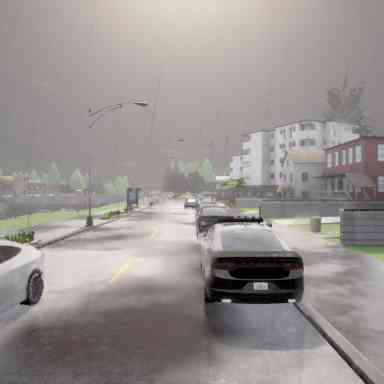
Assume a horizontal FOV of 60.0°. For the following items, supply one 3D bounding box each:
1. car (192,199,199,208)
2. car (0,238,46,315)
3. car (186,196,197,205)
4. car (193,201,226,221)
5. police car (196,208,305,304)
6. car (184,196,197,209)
[{"bbox_3d":[1.163,1.508,24.240,1.837,1.490,4.892,0,0,0],"label":"car"},{"bbox_3d":[-4.009,1.526,5.340,1.812,1.442,4.674,0,0,0],"label":"car"},{"bbox_3d":[-0.088,1.484,59.081,1.882,1.535,5.008,0,0,0],"label":"car"},{"bbox_3d":[1.172,1.480,18.240,1.882,1.535,5.008,0,0,0],"label":"car"},{"bbox_3d":[1.187,1.426,8.350,1.930,1.638,5.238,0,0,0],"label":"police car"},{"bbox_3d":[-0.043,1.569,45.755,1.994,1.385,4.181,0,0,0],"label":"car"}]
